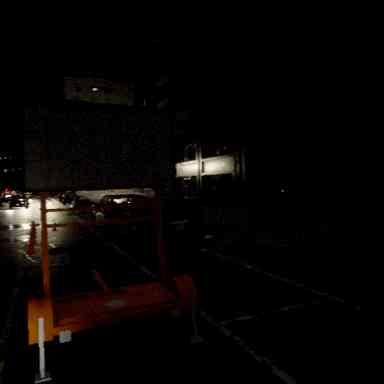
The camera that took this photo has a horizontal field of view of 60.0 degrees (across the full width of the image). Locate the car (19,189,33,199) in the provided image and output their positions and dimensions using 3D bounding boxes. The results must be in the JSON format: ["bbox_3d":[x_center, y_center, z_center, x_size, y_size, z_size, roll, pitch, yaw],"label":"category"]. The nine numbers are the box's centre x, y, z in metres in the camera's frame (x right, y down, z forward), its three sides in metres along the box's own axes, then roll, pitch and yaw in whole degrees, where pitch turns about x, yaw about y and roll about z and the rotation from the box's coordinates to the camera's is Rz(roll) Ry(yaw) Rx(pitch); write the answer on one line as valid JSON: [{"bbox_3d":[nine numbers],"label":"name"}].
[{"bbox_3d":[-33.852,0.734,68.547,2.128,1.511,4.902,-2,2,-25],"label":"car"}]

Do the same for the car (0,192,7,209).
[{"bbox_3d":[-23.281,1.148,38.860,1.967,1.590,4.097,-2,2,-25],"label":"car"}]

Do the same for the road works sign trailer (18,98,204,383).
[{"bbox_3d":[-1.468,0.361,5.529,2.380,3.560,2.880,-2,1,-25],"label":"road works sign trailer"}]

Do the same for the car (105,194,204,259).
[{"bbox_3d":[-1.346,1.063,11.690,2.192,1.841,5.009,-2,2,-25],"label":"car"}]

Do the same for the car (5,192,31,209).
[{"bbox_3d":[-19.948,1.133,38.334,1.837,1.490,4.892,-2,1,-24],"label":"car"}]

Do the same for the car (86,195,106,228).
[{"bbox_3d":[-3.711,1.009,16.810,2.192,1.841,5.009,-2,2,-25],"label":"car"}]

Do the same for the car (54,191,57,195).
[{"bbox_3d":[-20.263,0.811,52.649,1.887,1.381,4.507,-2,2,-25],"label":"car"}]

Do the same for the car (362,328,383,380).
[{"bbox_3d":[3.304,1.375,1.649,1.752,1.417,4.829,-3,1,-24],"label":"car"}]

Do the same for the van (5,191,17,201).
[{"bbox_3d":[-35.113,0.728,64.455,1.690,1.788,3.998,-2,2,-25],"label":"van"}]

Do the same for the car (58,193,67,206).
[{"bbox_3d":[-15.535,0.835,42.409,1.967,1.590,4.097,-2,2,-25],"label":"car"}]

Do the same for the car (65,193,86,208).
[{"bbox_3d":[-10.801,1.071,32.174,2.008,1.369,4.403,-2,2,-25],"label":"car"}]
